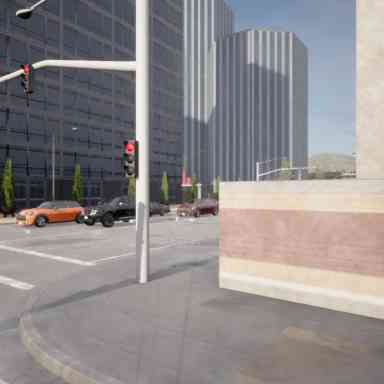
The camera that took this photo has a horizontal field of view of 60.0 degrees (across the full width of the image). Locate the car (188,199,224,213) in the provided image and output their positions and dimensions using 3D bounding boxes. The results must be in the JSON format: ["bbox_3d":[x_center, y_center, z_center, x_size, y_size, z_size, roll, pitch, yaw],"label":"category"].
[{"bbox_3d":[1.730,1.560,39.116,1.837,1.490,4.892,0,0,36],"label":"car"}]

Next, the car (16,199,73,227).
[{"bbox_3d":[-9.725,1.407,23.194,2.097,1.767,4.553,0,0,36],"label":"car"}]

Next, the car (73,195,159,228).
[{"bbox_3d":[-5.170,1.277,23.539,2.150,2.045,5.566,0,0,36],"label":"car"}]

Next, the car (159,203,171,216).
[{"bbox_3d":[-4.198,1.603,30.887,2.033,1.411,5.357,0,0,36],"label":"car"}]

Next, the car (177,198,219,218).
[{"bbox_3d":[0.561,1.407,31.507,2.097,1.767,4.553,0,0,36],"label":"car"}]
